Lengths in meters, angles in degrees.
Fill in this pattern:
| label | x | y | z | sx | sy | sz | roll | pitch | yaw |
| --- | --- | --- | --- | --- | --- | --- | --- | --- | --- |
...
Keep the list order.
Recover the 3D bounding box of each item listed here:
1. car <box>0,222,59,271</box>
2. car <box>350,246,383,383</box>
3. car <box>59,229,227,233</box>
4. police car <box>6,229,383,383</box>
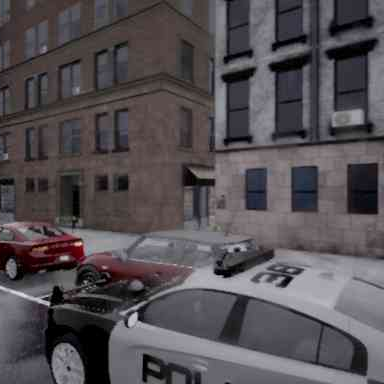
| label | x | y | z | sx | sy | sz | roll | pitch | yaw |
| --- | --- | --- | --- | --- | --- | --- | --- | --- | --- |
| car | -5.087 | 1.549 | 9.810 | 4.507 | 1.381 | 1.887 | 0 | 0 | 35 |
| car | 4.165 | 1.556 | 3.211 | 4.507 | 1.381 | 1.887 | 0 | 0 | 35 |
| car | -0.461 | 1.448 | 6.511 | 4.097 | 1.590 | 1.967 | 0 | 0 | 35 |
| police car | 0.422 | 1.431 | 3.512 | 5.238 | 1.638 | 1.930 | 0 | 0 | 33 |
